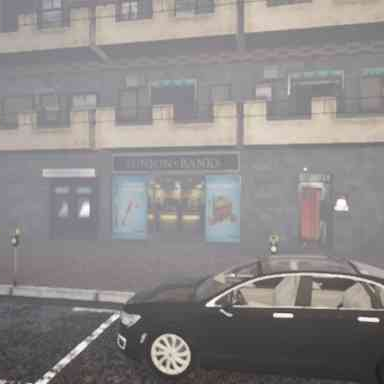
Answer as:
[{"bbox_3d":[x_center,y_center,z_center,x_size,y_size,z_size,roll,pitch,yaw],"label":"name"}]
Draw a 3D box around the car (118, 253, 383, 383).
[{"bbox_3d":[1.198,1.544,4.454,4.403,1.369,2.008,0,0,11],"label":"car"}]
